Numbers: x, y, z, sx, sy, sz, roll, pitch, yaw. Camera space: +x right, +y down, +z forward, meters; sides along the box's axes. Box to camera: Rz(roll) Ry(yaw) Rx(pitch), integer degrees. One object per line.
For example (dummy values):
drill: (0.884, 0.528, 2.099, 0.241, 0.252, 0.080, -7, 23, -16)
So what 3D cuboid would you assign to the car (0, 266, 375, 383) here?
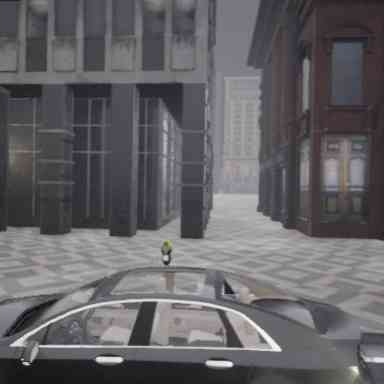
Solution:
car: (-0.565, 1.515, 3.450, 4.403, 1.369, 2.008, 1, 1, 5)
